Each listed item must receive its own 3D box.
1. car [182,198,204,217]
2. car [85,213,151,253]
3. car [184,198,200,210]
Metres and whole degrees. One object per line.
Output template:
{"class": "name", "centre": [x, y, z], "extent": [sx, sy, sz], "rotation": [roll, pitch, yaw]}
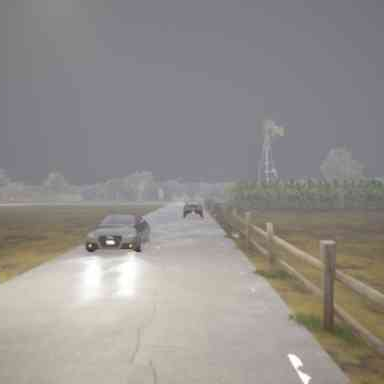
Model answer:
{"class": "car", "centre": [0.096, 1.539, 31.447], "extent": [1.837, 1.490, 4.892], "rotation": [0, 0, 0]}
{"class": "car", "centre": [-2.847, 1.552, 13.571], "extent": [1.994, 1.385, 4.181], "rotation": [0, 0, 0]}
{"class": "car", "centre": [0.049, 1.607, 46.149], "extent": [2.128, 1.511, 4.902], "rotation": [0, 0, 1]}
